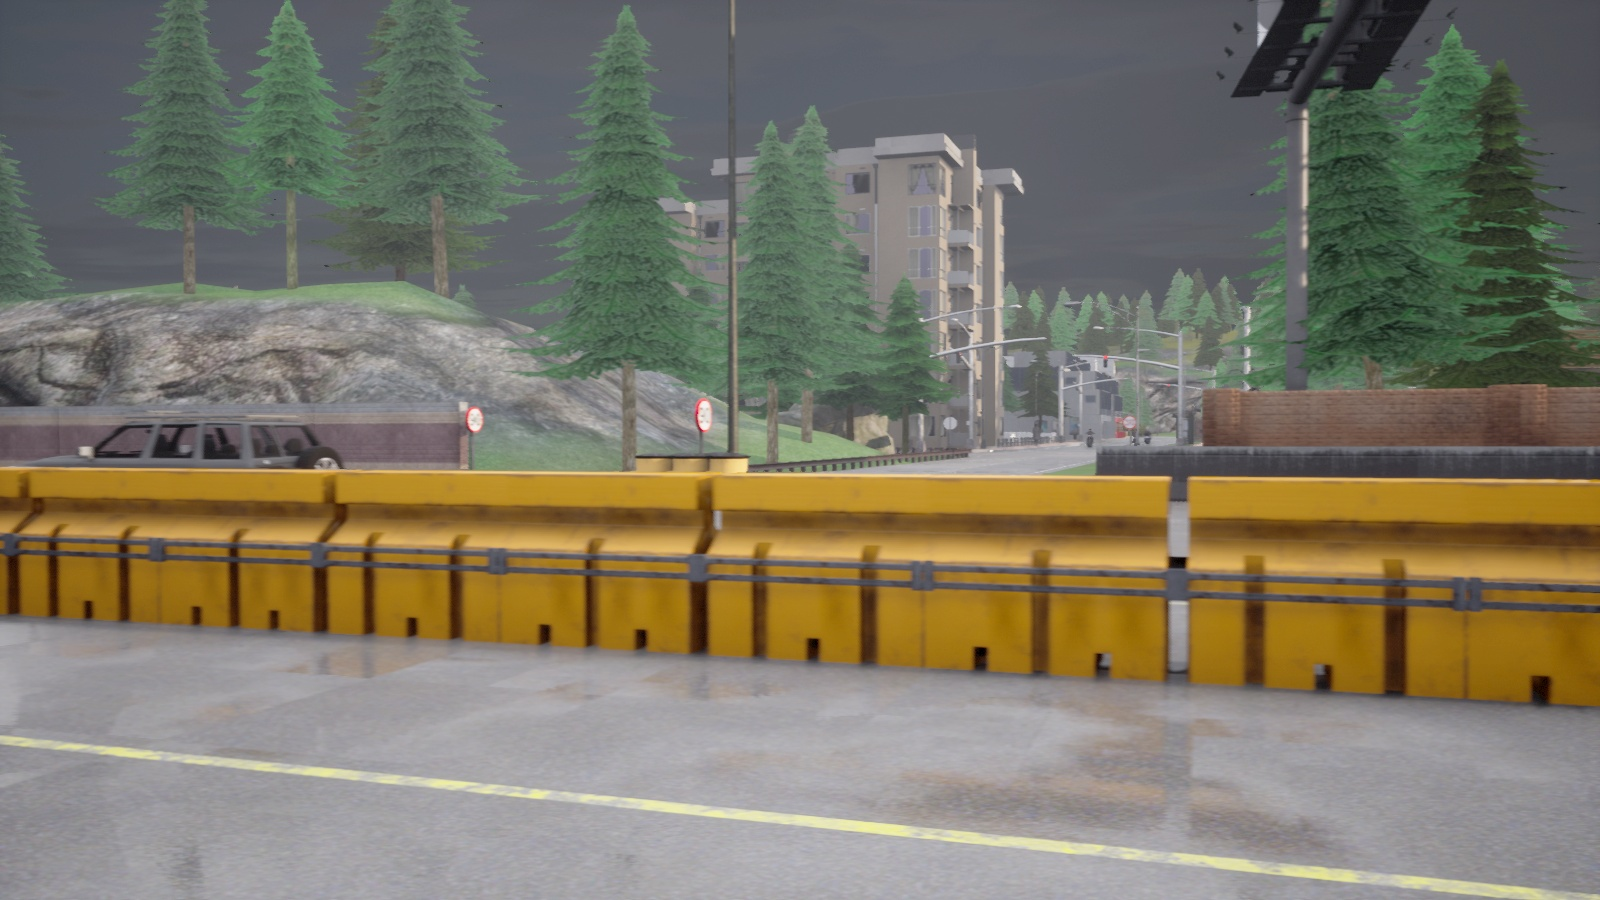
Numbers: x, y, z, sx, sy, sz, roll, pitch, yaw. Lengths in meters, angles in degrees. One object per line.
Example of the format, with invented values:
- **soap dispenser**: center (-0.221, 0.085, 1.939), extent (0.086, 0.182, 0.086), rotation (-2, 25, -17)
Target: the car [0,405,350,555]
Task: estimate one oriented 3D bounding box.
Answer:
- **car**: center (-8.725, 0.335, 17.205), extent (4.605, 1.855, 1.932), rotation (1, 1, 19)
